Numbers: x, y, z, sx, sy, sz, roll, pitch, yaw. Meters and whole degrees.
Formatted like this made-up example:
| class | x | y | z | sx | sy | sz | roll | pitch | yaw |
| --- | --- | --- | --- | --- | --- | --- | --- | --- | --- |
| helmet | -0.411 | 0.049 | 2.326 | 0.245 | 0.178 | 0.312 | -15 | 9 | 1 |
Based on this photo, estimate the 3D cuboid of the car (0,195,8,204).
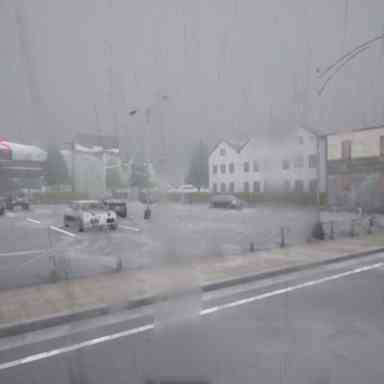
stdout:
| class | x | y | z | sx | sy | sz | roll | pitch | yaw |
| --- | --- | --- | --- | --- | --- | --- | --- | --- | --- |
| car | -39.318 | 1.472 | 66.018 | 4.611 | 1.667 | 2.242 | 0 | 0 | -36 |

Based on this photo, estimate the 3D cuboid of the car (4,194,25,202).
| class | x | y | z | sx | sy | sz | roll | pitch | yaw |
| --- | --- | --- | --- | --- | --- | --- | --- | --- | --- |
| car | -39.089 | 1.289 | 73.146 | 3.866 | 1.878 | 1.905 | 0 | 0 | -36 |

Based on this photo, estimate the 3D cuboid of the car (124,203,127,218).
| class | x | y | z | sx | sy | sz | roll | pitch | yaw |
| --- | --- | --- | --- | --- | --- | --- | --- | --- | --- |
| car | -6.586 | 1.279 | 25.648 | 2.007 | 1.523 | 4.514 | 0 | 0 | -36 |

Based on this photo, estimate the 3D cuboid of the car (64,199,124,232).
| class | x | y | z | sx | sy | sz | roll | pitch | yaw |
| --- | --- | --- | --- | --- | --- | --- | --- | --- | --- |
| car | -5.460 | 1.227 | 17.784 | 1.970 | 1.475 | 3.806 | 0 | 0 | -36 |

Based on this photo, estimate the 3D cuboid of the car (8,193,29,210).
| class | x | y | z | sx | sy | sz | roll | pitch | yaw |
| --- | --- | --- | --- | --- | --- | --- | --- | --- | --- |
| car | -19.968 | 1.071 | 38.056 | 1.905 | 1.878 | 3.866 | 0 | 0 | -36 |

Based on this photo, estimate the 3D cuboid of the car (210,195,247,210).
| class | x | y | z | sx | sy | sz | roll | pitch | yaw |
| --- | --- | --- | --- | --- | --- | --- | --- | --- | --- |
| car | 4.031 | 1.086 | 37.165 | 2.097 | 1.767 | 4.553 | 0 | 0 | -35 |

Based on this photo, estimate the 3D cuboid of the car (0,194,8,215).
| class | x | y | z | sx | sy | sz | roll | pitch | yaw |
| --- | --- | --- | --- | --- | --- | --- | --- | --- | --- |
| car | -18.059 | 1.103 | 29.745 | 1.932 | 1.855 | 4.605 | 0 | 0 | -36 |

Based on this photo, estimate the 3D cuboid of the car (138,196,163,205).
| class | x | y | z | sx | sy | sz | roll | pitch | yaw |
| --- | --- | --- | --- | --- | --- | --- | --- | --- | --- |
| car | -6.523 | 1.346 | 52.149 | 2.033 | 1.411 | 5.357 | 0 | 0 | -35 |
